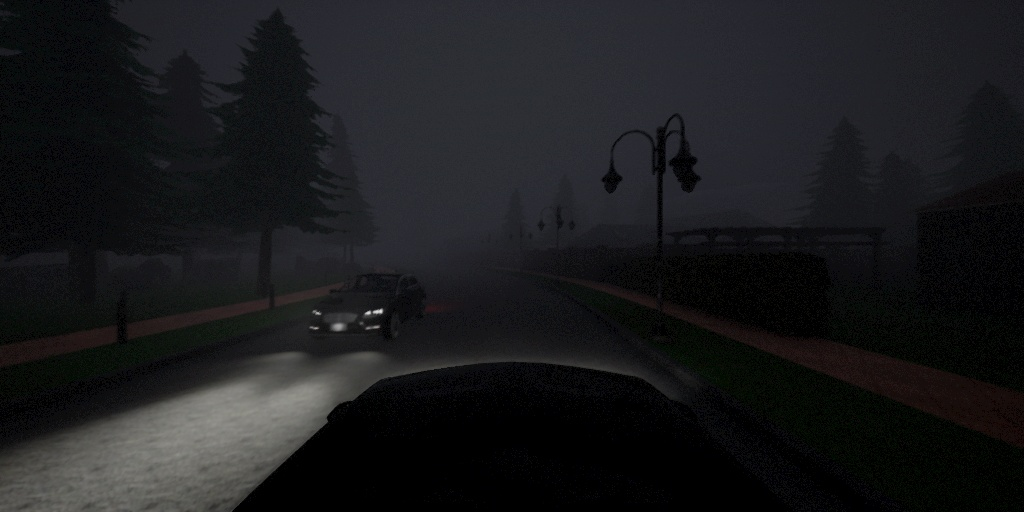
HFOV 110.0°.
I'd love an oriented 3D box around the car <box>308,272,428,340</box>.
[{"bbox_3d":[-3.669,1.216,9.964,2.128,1.511,4.902,0,0,-1],"label":"car"}]
